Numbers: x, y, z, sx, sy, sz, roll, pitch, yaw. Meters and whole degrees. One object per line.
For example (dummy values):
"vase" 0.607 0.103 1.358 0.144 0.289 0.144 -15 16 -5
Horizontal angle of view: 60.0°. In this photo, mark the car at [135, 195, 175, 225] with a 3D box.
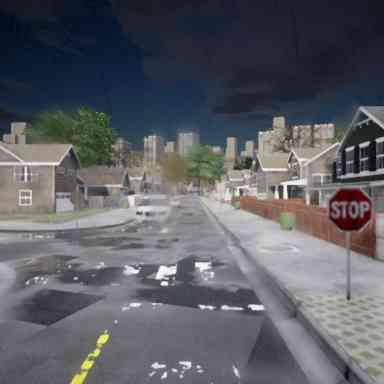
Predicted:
"car" -2.655 1.301 23.997 2.150 2.045 5.566 0 2 0

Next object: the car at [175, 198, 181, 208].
"car" -2.564 1.534 46.702 1.895 1.301 4.718 0 0 0
